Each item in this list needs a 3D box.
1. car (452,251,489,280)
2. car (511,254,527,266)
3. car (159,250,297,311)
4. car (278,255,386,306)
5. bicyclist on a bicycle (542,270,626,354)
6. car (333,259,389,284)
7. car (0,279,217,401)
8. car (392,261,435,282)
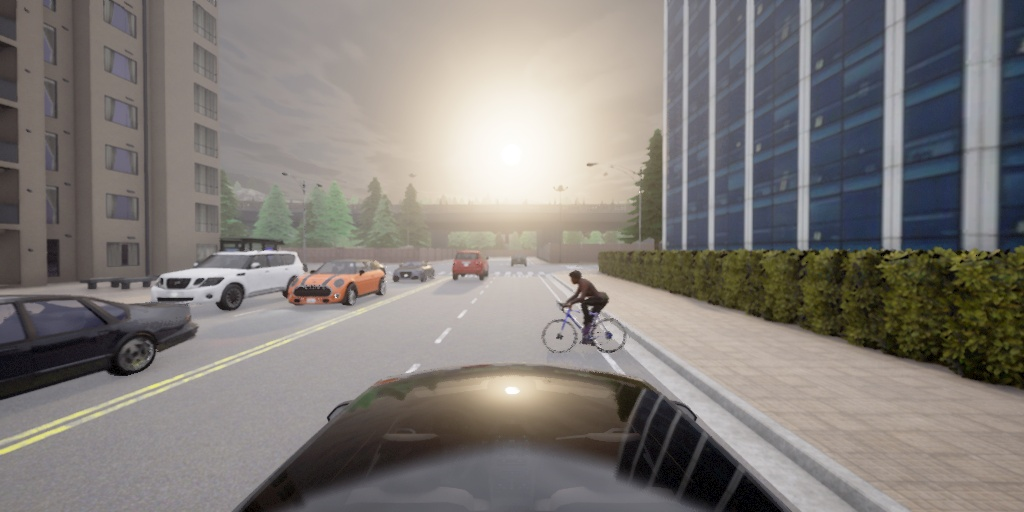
[{"bbox_3d":[-2.981,0.642,26.468,2.150,2.045,5.566,0,1,1],"label":"car"},{"bbox_3d":[0.930,0.459,48.709,2.097,1.767,4.553,0,1,1],"label":"car"},{"bbox_3d":[-10.389,0.800,13.841,2.150,2.045,5.566,0,1,1],"label":"car"},{"bbox_3d":[-6.872,0.924,14.584,2.097,1.767,4.553,0,1,1],"label":"car"},{"bbox_3d":[1.405,1.106,7.002,1.656,1.620,0.582,-1,1,1],"label":"bicyclist on a bicycle"},{"bbox_3d":[-10.119,0.965,24.458,1.812,1.442,4.674,0,1,1],"label":"car"},{"bbox_3d":[-7.070,1.252,4.570,2.033,1.411,5.357,0,1,1],"label":"car"},{"bbox_3d":[-6.616,1.008,24.494,1.994,1.385,4.181,0,1,1],"label":"car"}]
